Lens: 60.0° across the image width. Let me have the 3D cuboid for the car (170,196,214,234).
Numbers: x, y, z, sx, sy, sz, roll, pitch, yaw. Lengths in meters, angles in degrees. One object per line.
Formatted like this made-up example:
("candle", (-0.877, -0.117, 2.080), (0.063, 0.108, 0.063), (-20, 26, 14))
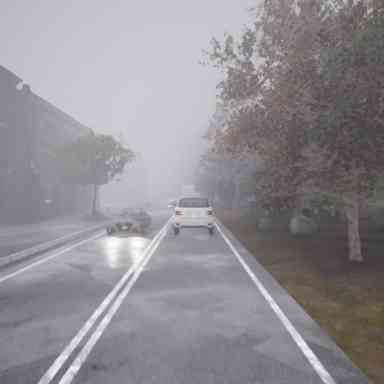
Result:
("car", (0.097, 1.224, 19.357), (2.150, 2.045, 5.566), (0, 0, 0))

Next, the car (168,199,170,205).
("car", (-3.203, 1.676, 60.086), (1.812, 1.442, 4.674), (0, 0, 1))

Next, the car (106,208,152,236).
("car", (-3.351, 1.566, 18.419), (1.994, 1.385, 4.181), (0, 0, 0))
